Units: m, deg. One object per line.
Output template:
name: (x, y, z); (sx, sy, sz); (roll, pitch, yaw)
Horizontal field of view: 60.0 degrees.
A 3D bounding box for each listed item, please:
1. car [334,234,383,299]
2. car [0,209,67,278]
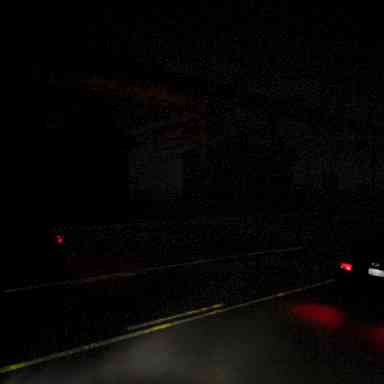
car: (5.467, 1.547, 7.658); (5.357, 1.411, 2.033); (0, 0, -36)
car: (-5.721, 1.352, 8.507); (4.553, 1.767, 2.097); (0, 0, -35)
